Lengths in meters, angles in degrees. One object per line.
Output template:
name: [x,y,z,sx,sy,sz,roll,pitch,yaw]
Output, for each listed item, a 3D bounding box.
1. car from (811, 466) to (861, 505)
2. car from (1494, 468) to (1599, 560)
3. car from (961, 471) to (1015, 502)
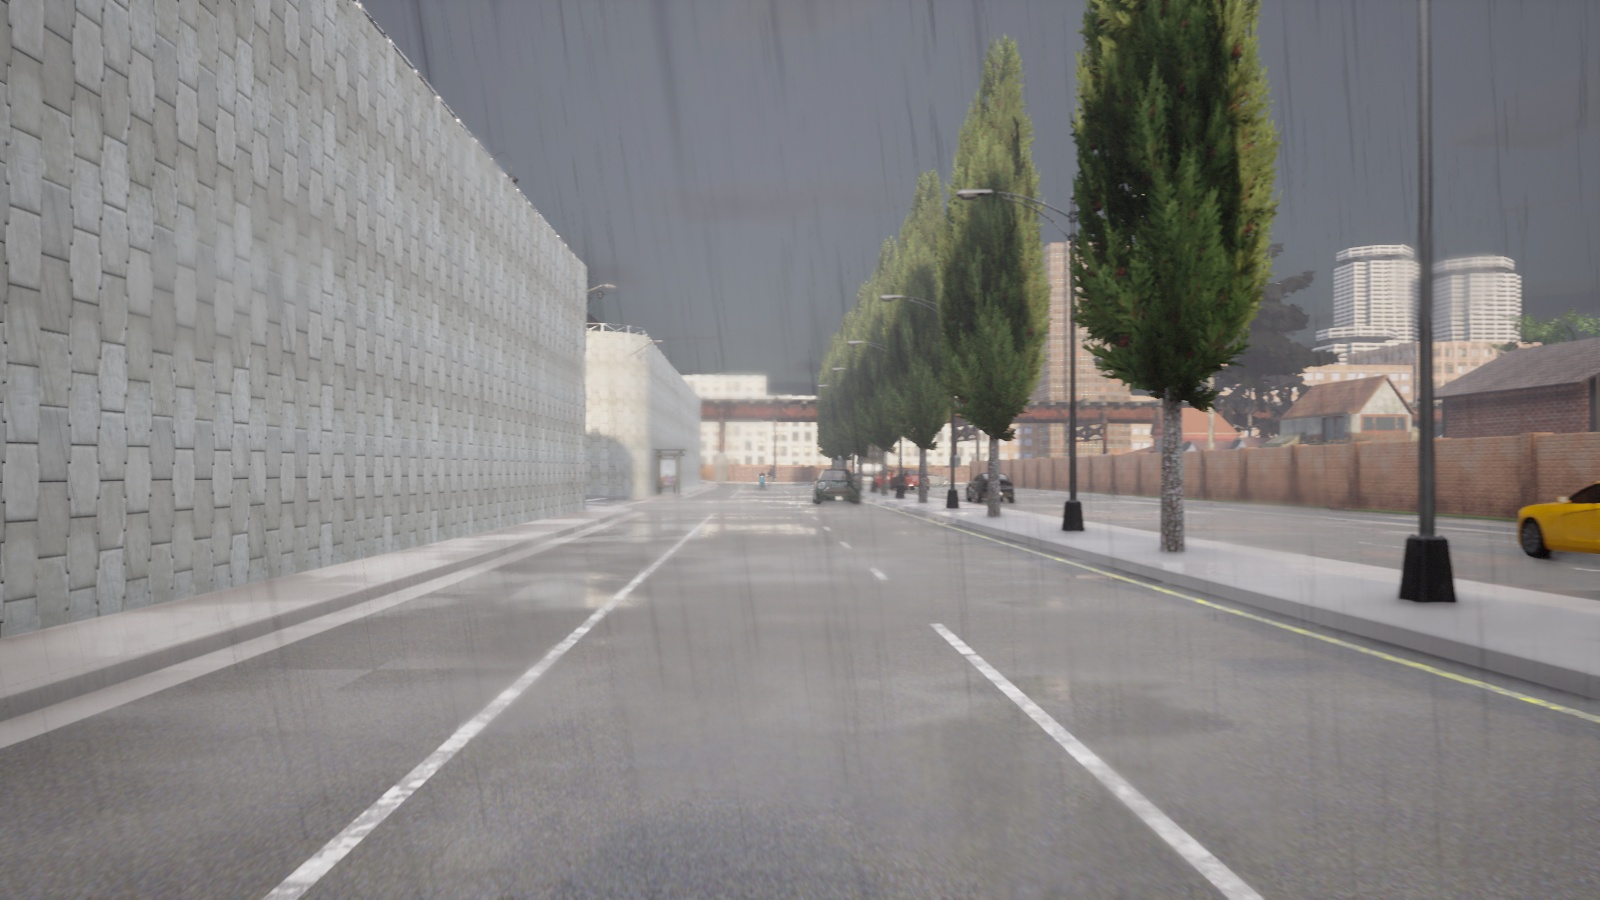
car: [1.636,1.648,59.020,2.097,1.767,4.553,0,-1,-2]
car: [14.338,1.080,21.620,1.882,1.535,5.008,0,-1,-2]
car: [9.490,1.838,63.726,1.837,1.490,4.892,0,-1,-2]
